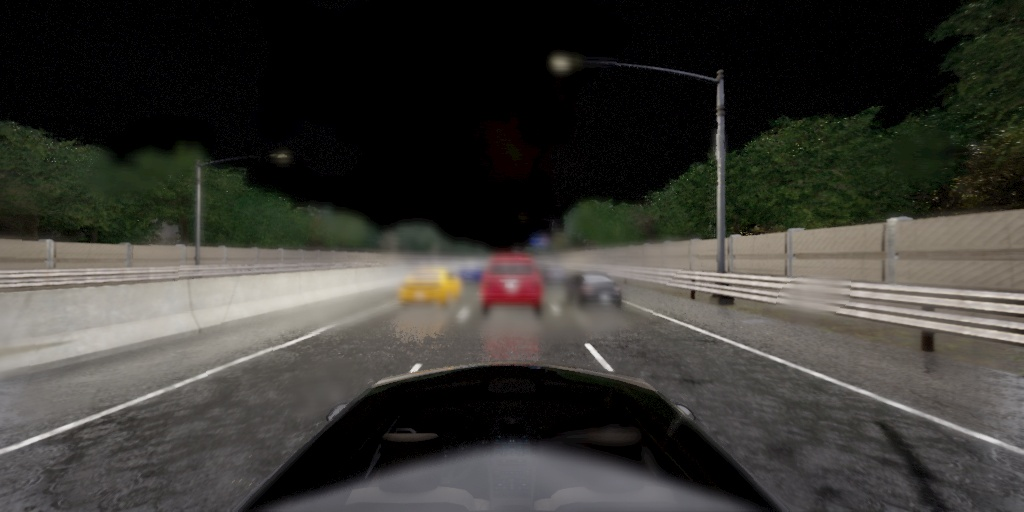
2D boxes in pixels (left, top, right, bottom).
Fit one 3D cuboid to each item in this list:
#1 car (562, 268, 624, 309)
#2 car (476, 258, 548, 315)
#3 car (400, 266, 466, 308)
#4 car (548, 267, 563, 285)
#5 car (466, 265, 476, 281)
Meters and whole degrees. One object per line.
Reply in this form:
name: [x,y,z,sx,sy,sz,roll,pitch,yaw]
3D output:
car: [3.525,1.413,15.740,1.812,1.442,4.674,0,0,0]
car: [0.013,1.100,14.399,2.150,2.045,5.566,0,0,0]
car: [-3.470,1.368,16.071,1.882,1.535,5.008,0,0,0]
car: [3.519,1.567,29.337,2.033,1.411,5.357,0,-1,0]
car: [-3.463,1.514,31.074,1.882,1.535,5.008,0,0,0]
